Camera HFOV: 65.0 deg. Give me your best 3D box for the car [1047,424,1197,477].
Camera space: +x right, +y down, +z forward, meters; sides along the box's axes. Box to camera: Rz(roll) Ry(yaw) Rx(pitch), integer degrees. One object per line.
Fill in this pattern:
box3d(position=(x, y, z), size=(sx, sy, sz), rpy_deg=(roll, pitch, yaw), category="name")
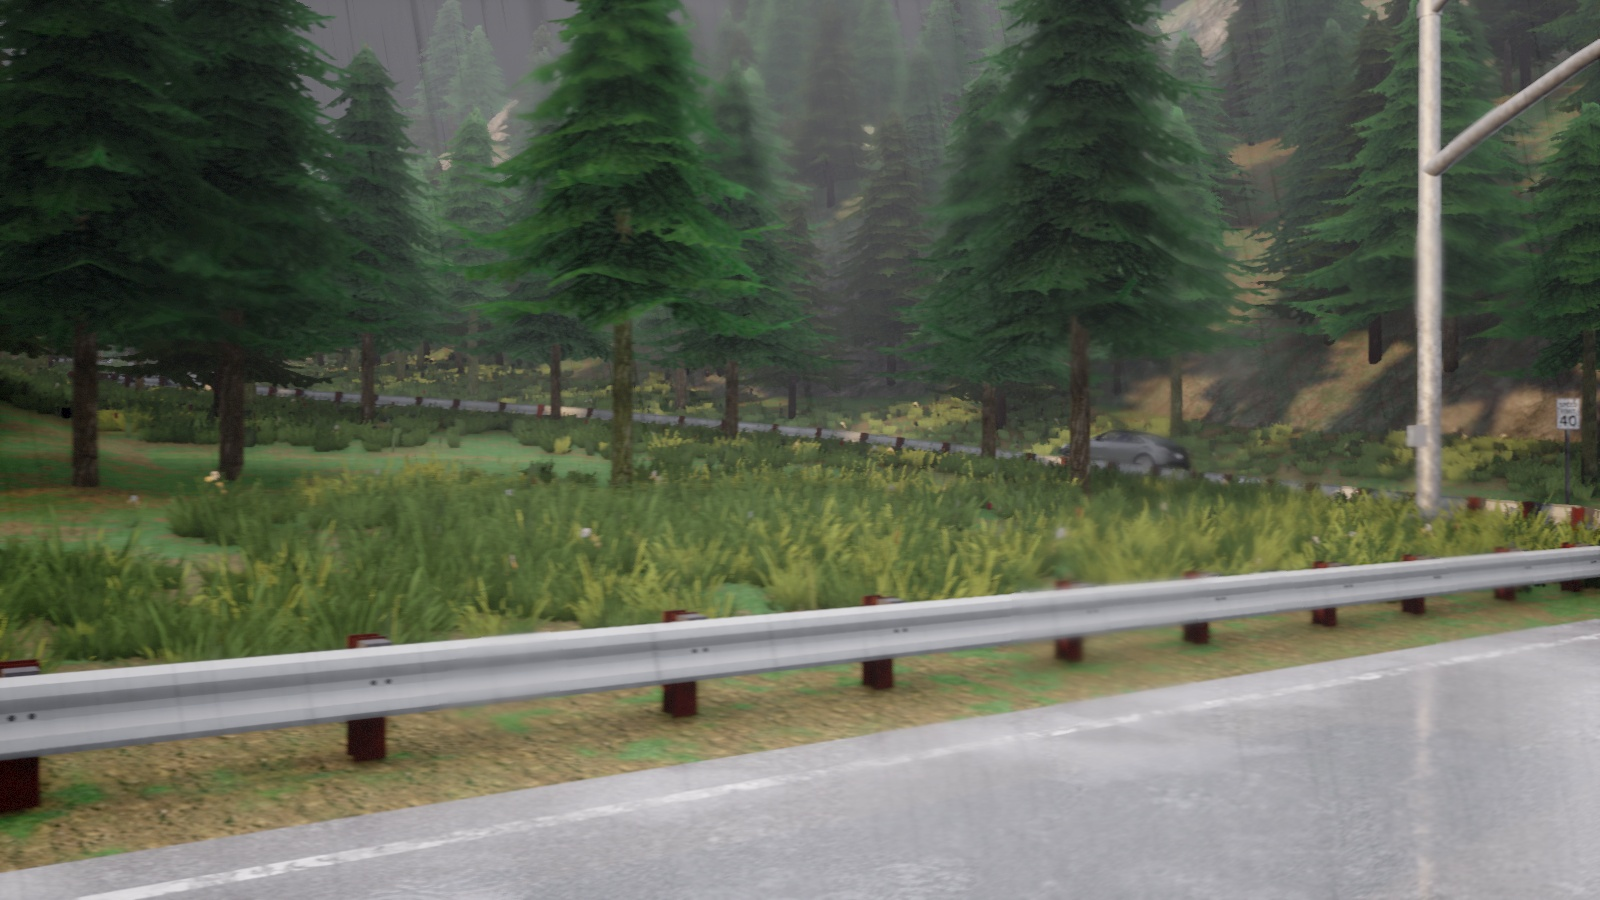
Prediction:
box3d(position=(10.209, -0.009, 40.065), size=(1.994, 1.385, 4.181), rpy_deg=(0, 3, -41), category="car")
